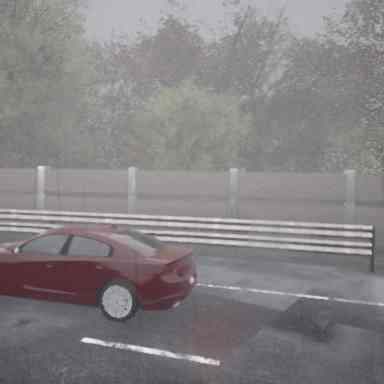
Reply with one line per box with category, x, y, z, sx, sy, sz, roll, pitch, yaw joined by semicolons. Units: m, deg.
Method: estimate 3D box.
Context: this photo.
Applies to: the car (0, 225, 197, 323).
car;-2.389;1.422;6.884;5.008;1.535;1.882;2;0;15
